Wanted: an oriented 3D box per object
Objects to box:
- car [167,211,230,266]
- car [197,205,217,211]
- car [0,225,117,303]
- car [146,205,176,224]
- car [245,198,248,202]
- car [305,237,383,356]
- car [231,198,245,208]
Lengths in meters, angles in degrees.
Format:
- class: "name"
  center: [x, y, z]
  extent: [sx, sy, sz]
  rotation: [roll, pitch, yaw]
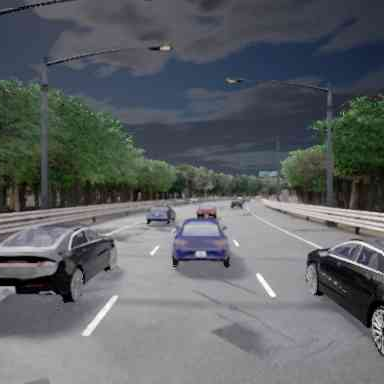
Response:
- class: "car"
  center: [0.319, 1.639, 11.861]
  extent: [1.812, 1.442, 4.674]
  rotation: [0, -1, 2]
- class: "car"
  center: [1.500, 1.912, 32.857]
  extent: [1.895, 1.301, 4.718]
  rotation: [0, -1, 5]
- class: "car"
  center: [-3.275, 1.566, 8.394]
  extent: [2.128, 1.511, 4.902]
  rotation: [0, -1, 1]
- class: "car"
  center: [-2.446, 1.800, 27.149]
  extent: [2.033, 1.411, 5.357]
  rotation: [0, -1, 4]
- class: "car"
  center: [11.847, 2.274, 80.872]
  extent: [2.128, 1.511, 4.902]
  rotation: [0, 0, 12]
- class: "car"
  center: [3.563, 1.555, 5.967]
  extent: [2.128, 1.511, 4.902]
  rotation: [0, -1, 1]
- class: "car"
  center: [7.773, 2.045, 57.750]
  extent: [1.837, 1.490, 4.892]
  rotation: [0, -1, 8]
